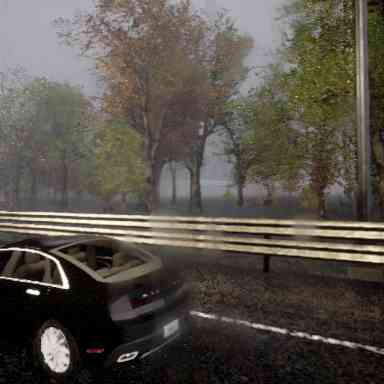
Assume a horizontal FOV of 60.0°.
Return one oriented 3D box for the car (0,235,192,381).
[{"bbox_3d":[-2.334,1.471,5.384,4.892,1.490,1.837,-1,1,31],"label":"car"}]
